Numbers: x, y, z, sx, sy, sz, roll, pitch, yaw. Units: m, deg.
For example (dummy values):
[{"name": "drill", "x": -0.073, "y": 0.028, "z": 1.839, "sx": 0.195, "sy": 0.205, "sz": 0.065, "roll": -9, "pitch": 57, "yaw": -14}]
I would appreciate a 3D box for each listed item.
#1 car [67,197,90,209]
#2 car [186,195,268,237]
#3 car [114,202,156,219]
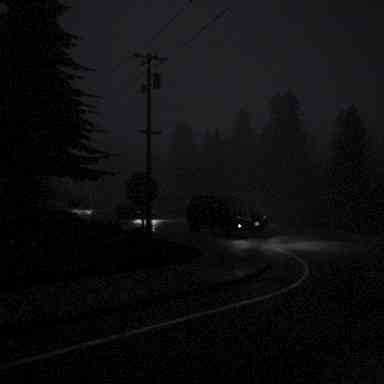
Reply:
[{"name": "car", "x": -15.008, "y": 1.480, "z": 43.832, "sx": 1.882, "sy": 1.535, "sz": 5.008, "roll": 0, "pitch": 0, "yaw": -34}, {"name": "car", "x": 1.756, "y": 1.214, "z": 18.707, "sx": 2.150, "sy": 2.045, "sz": 5.566, "roll": 0, "pitch": 0, "yaw": -32}, {"name": "car", "x": -5.117, "y": 1.543, "z": 29.286, "sx": 2.033, "sy": 1.411, "sz": 5.357, "roll": 0, "pitch": 0, "yaw": -34}]
